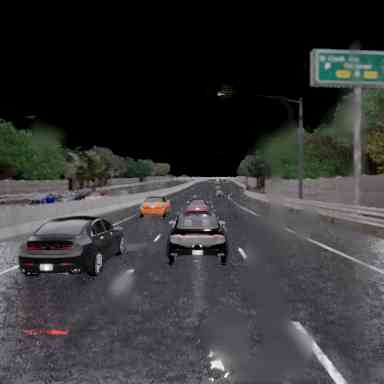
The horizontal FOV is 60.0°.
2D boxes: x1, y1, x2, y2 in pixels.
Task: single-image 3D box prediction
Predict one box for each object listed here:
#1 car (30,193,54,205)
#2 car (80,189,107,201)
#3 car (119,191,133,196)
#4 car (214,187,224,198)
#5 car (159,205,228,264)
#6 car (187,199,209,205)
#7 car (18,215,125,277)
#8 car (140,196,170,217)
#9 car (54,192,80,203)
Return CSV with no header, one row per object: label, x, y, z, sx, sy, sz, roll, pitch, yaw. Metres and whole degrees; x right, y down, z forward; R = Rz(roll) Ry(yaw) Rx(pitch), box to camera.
car,-20.154,0.971,45.419,1.882,1.535,5.008,0,1,3
car,-13.143,0.839,45.635,2.097,1.767,4.553,0,1,3
car,-12.304,0.529,62.301,1.837,1.490,4.892,0,2,3
car,5.540,0.346,67.804,2.033,1.411,5.357,0,2,3
car,0.182,1.450,11.664,2.128,1.511,4.902,0,0,1
car,0.506,1.322,29.261,1.994,1.385,4.181,0,1,1
car,-3.336,1.473,10.092,1.837,1.490,4.892,0,0,1
car,-3.021,1.126,28.172,2.097,1.767,4.553,0,1,1
car,-16.635,0.972,46.017,2.128,1.511,4.902,0,1,2
